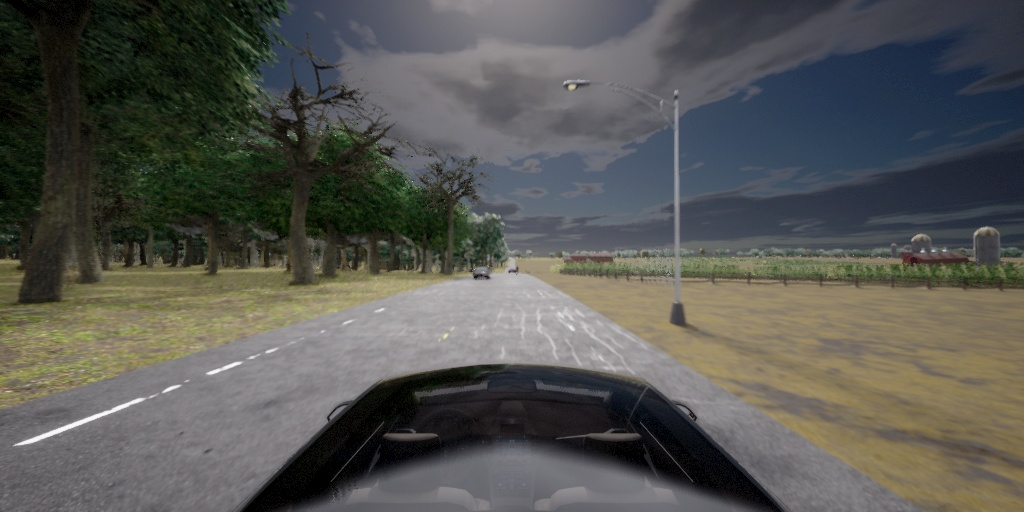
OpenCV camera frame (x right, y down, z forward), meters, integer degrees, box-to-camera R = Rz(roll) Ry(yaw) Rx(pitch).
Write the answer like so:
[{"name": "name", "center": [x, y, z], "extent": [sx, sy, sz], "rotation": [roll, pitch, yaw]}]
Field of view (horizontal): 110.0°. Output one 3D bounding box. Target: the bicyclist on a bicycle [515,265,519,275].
[{"name": "bicyclist on a bicycle", "center": [0.957, 2.460, 62.040], "extent": [0.659, 1.776, 1.843], "rotation": [0, -2, 0]}]

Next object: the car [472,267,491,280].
[{"name": "car", "center": [-3.578, 2.042, 42.870], "extent": [1.837, 1.490, 4.892], "rotation": [0, -2, 0]}]
